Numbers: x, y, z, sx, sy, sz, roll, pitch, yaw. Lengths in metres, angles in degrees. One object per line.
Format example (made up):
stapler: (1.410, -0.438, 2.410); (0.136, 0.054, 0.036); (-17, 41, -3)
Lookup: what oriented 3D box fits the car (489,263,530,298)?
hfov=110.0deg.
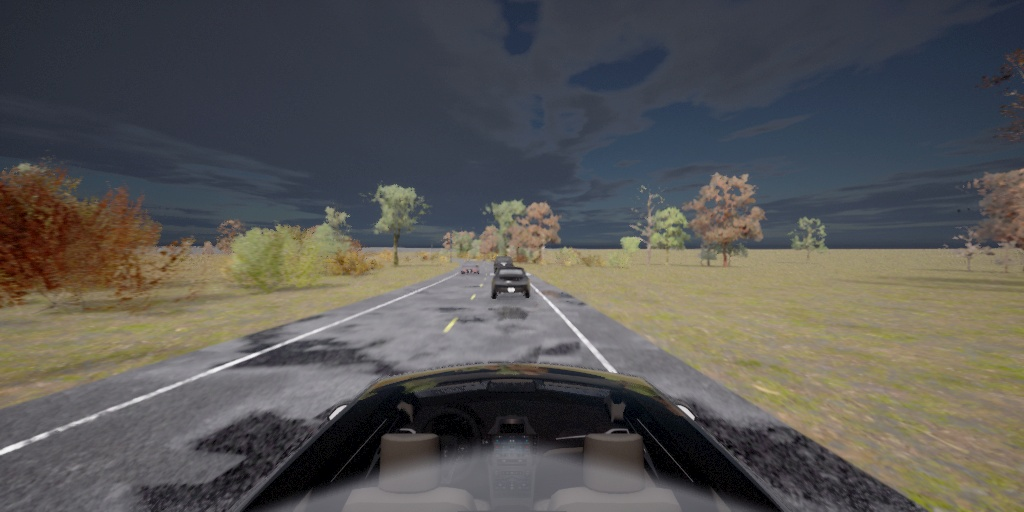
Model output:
car: (-0.099, 1.290, 18.885); (1.837, 1.490, 4.892); (0, 0, -2)

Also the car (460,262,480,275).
car: (-4.584, 1.399, 39.792); (1.994, 1.385, 4.181); (0, 0, -3)

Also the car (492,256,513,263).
car: (-1.064, 1.046, 42.015); (2.150, 2.045, 5.566); (0, 0, -4)
